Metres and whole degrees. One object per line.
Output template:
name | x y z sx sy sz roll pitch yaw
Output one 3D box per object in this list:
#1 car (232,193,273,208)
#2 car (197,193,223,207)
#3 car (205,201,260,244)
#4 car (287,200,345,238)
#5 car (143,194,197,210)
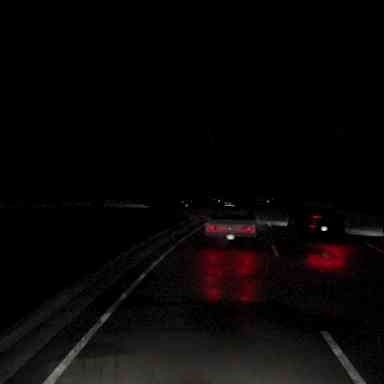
car | 5.752 0.786 31.871 1.994 1.385 4.181 -1 2 -35
car | 1.035 0.782 32.001 4.181 1.385 1.994 1 2 44
car | 1.770 1.257 13.977 1.895 1.301 4.718 0 1 10
car | 5.552 1.129 15.261 1.837 1.490 4.892 0 1 10
car | -2.241 0.858 30.401 4.718 1.301 1.895 1 2 38
